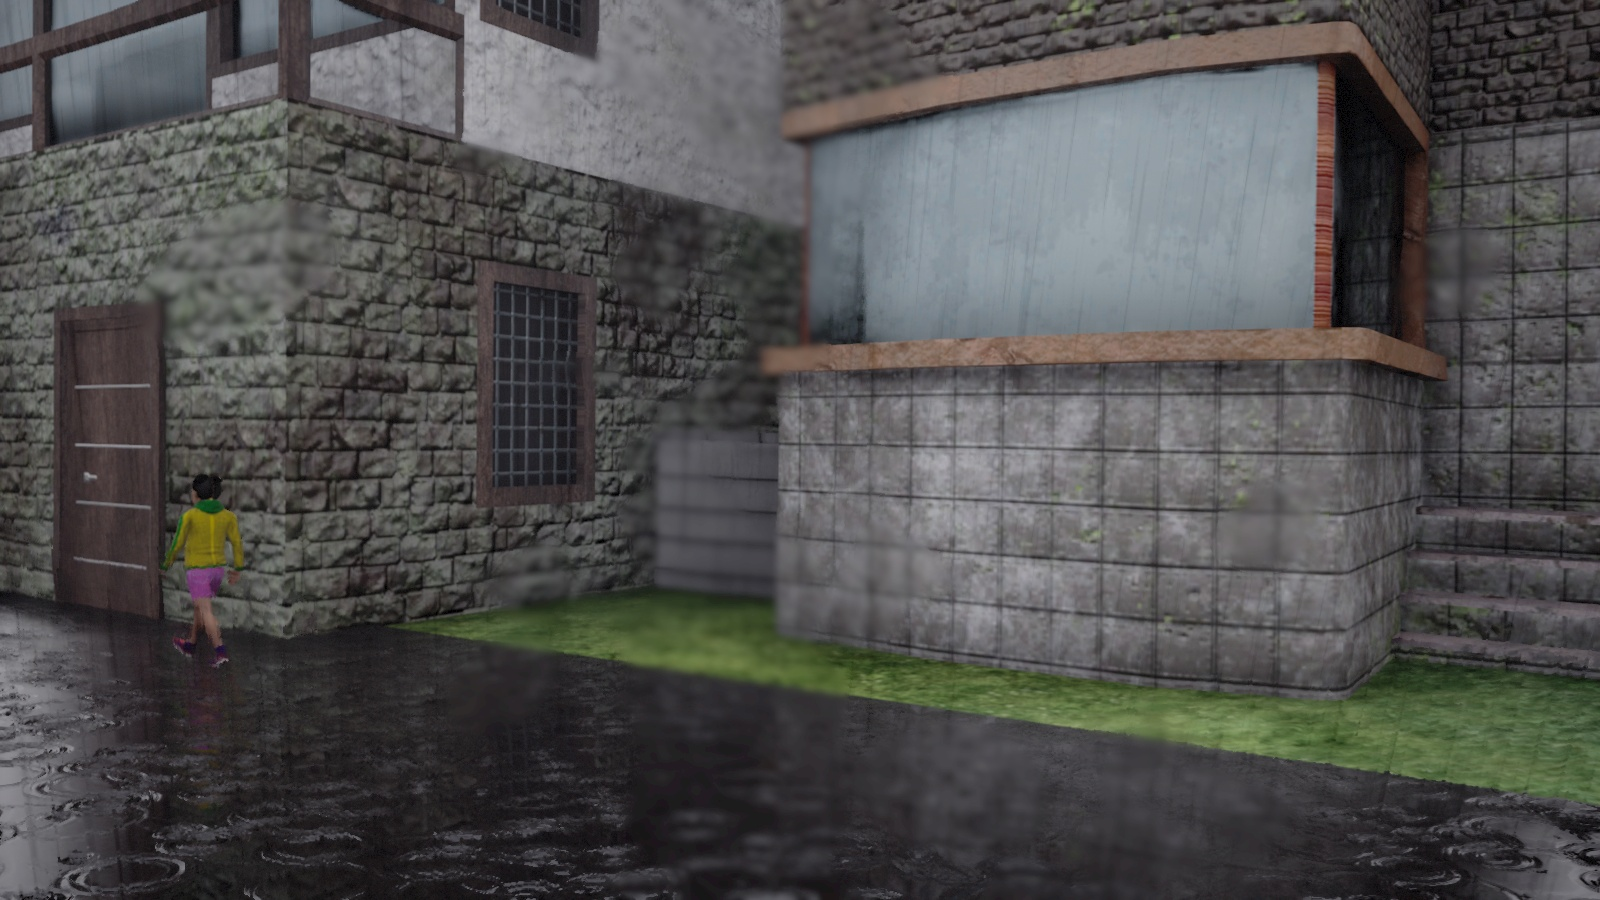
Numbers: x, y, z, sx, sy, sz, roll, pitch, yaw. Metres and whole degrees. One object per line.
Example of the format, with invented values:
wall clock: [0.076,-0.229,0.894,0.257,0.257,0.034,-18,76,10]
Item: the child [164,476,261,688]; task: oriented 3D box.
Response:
child: [-3.376,0.738,7.214,0.473,1.160,0.299,0,1,36]
